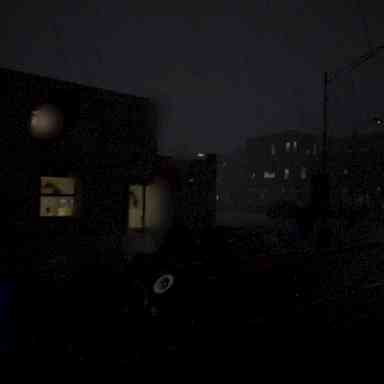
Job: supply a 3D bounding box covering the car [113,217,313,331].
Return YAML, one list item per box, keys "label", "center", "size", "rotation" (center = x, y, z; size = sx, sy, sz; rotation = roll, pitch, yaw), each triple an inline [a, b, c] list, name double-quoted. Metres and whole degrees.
- label: "car"
  center: [0.478, 1.485, 6.887]
  size: [4.097, 1.590, 1.967]
  rotation: [1, 0, -35]

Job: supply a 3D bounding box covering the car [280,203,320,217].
- label: "car"
  center: [12.660, 2.075, 39.279]
  size: [1.967, 1.590, 4.097]
  rotation: [1, -1, -35]

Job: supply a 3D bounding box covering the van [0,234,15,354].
- label: "van"
  center: [-4.114, 1.327, 3.607]
  size: [3.998, 1.788, 1.690]
  rotation: [1, 0, -35]

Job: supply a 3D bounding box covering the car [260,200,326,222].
- label: "car"
  center: [8.947, 1.679, 29.945]
  size: [2.192, 1.841, 5.009]
  rotation: [1, -1, -35]

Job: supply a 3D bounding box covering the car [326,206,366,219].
- label: "car"
  center: [15.824, 2.148, 34.720]
  size: [1.947, 1.339, 4.313]
  rotation: [1, -1, -35]

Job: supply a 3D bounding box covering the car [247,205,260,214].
- label: "car"
  center: [9.397, 2.216, 43.973]
  size: [1.752, 1.417, 4.829]
  rotation: [1, -1, -35]

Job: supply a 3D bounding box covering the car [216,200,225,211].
- label: "car"
  center: [3.165, 2.111, 52.950]
  size: [2.192, 1.841, 5.009]
  rotation: [1, -1, -35]
